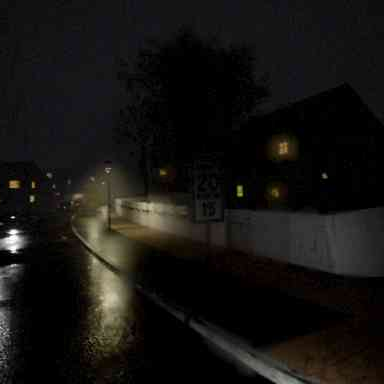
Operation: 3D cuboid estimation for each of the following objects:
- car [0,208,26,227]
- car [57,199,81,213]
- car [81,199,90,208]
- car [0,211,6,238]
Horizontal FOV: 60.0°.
[{"bbox_3d":[-14.112,1.936,25.486,1.895,1.301,4.718,-2,0,-19],"label":"car"},{"bbox_3d":[-15.270,1.794,40.788,1.994,1.385,4.181,-2,1,-12],"label":"car"},{"bbox_3d":[-16.957,1.695,50.730,1.994,1.385,4.181,-2,1,-7],"label":"car"},{"bbox_3d":[-10.302,1.865,15.718,1.895,1.301,4.718,-2,0,-23],"label":"car"}]
